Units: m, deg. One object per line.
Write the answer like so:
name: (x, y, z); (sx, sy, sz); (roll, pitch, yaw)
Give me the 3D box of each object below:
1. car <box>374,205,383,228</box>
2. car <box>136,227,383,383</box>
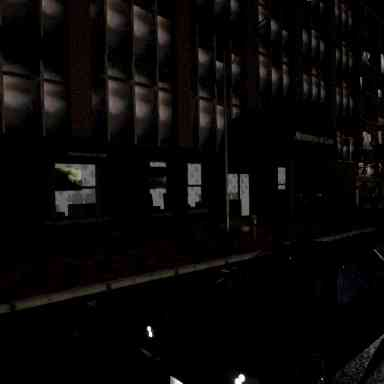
car: (11.154, 1.170, 16.975); (5.009, 1.841, 2.192); (-1, -1, -42)
car: (1.842, 1.525, 5.104); (5.357, 1.411, 2.033); (-1, 0, -42)
